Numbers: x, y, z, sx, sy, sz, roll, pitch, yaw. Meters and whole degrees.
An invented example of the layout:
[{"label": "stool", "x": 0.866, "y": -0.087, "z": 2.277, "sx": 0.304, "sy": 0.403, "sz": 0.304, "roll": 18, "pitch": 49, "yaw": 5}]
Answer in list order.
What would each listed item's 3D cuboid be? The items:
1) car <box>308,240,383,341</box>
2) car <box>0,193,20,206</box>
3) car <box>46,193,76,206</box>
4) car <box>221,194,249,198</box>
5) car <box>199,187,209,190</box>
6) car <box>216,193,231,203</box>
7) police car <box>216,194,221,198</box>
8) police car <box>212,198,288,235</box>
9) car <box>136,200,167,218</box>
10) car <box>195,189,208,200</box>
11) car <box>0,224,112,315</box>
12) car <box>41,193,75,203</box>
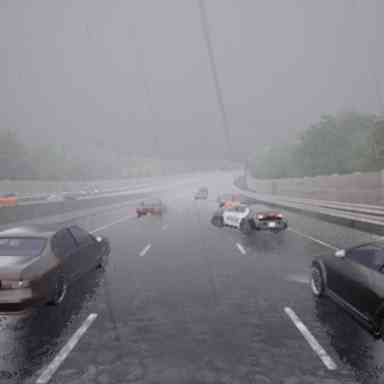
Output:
[{"label": "car", "x": 3.515, "y": 1.493, "z": 5.587, "sx": 1.994, "sy": 1.385, "sz": 4.181, "roll": 0, "pitch": 1, "yaw": 0}, {"label": "car", "x": -20.514, "y": 0.873, "z": 35.573, "sx": 2.097, "sy": 1.767, "sz": 4.553, "roll": 0, "pitch": 1, "yaw": 2}, {"label": "car", "x": -16.757, "y": 0.926, "z": 42.881, "sx": 1.812, "sy": 1.442, "sz": 4.674, "roll": 0, "pitch": 1, "yaw": 2}, {"label": "car", "x": 3.841, "y": 1.031, "z": 27.340, "sx": 2.097, "sy": 1.767, "sz": 4.553, "roll": 0, "pitch": 1, "yaw": 1}, {"label": "car", "x": 2.902, "y": -0.316, "z": 81.788, "sx": 2.150, "sy": 2.045, "sz": 5.566, "roll": 0, "pitch": 2, "yaw": 4}, {"label": "car", "x": 4.573, "y": 0.917, "z": 49.172, "sx": 1.895, "sy": 1.301, "sz": 4.718, "roll": 0, "pitch": 1, "yaw": 2}, {"label": "police car", "x": 4.157, "y": 1.020, "z": 38.260, "sx": 2.038, "sy": 1.542, "sz": 4.974, "roll": 0, "pitch": 1, "yaw": 2}, {"label": "police car", "x": 2.824, "y": 1.299, "z": 17.750, "sx": 2.038, "sy": 1.542, "sz": 4.974, "roll": 0, "pitch": 1, "yaw": -22}, {"label": "car", "x": -3.073, "y": 1.284, "z": 26.369, "sx": 1.895, "sy": 1.301, "sz": 4.718, "roll": 0, "pitch": 1, "yaw": 1}, {"label": "car", "x": 1.518, "y": 0.665, "z": 58.982, "sx": 1.994, "sy": 1.385, "sz": 4.181, "roll": 0, "pitch": 1, "yaw": 3}, {"label": "car", "x": -3.363, "y": 1.448, "z": 7.641, "sx": 2.033, "sy": 1.411, "sz": 5.357, "roll": 0, "pitch": 1, "yaw": 0}, {"label": "car", "x": -13.565, "y": 1.036, "z": 33.980, "sx": 1.882, "sy": 1.535, "sz": 5.008, "roll": 0, "pitch": 1, "yaw": 2}]
